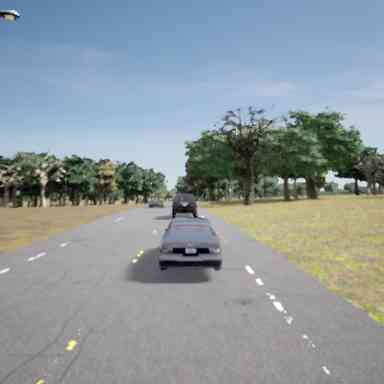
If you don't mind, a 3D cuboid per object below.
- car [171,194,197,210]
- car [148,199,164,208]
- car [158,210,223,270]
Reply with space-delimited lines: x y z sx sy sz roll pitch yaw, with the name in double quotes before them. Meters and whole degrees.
"car" -0.711 1.201 30.129 2.150 2.045 5.566 0 0 -2
"car" -5.112 1.649 47.819 1.994 1.385 4.181 0 -1 -2
"car" -0.070 1.547 11.021 2.033 1.411 5.357 0 0 -1
